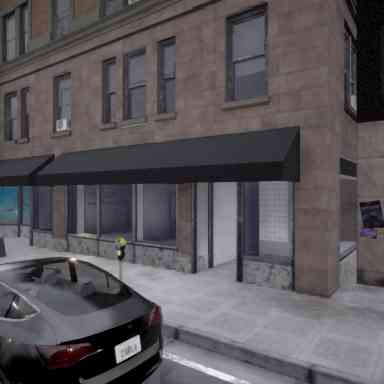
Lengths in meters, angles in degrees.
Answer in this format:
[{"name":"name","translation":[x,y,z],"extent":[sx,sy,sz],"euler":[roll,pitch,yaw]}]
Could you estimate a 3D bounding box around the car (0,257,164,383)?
[{"name":"car","translation":[-2.314,1.566,4.451],"extent":[4.313,1.339,1.947],"euler":[0,0,35]}]
